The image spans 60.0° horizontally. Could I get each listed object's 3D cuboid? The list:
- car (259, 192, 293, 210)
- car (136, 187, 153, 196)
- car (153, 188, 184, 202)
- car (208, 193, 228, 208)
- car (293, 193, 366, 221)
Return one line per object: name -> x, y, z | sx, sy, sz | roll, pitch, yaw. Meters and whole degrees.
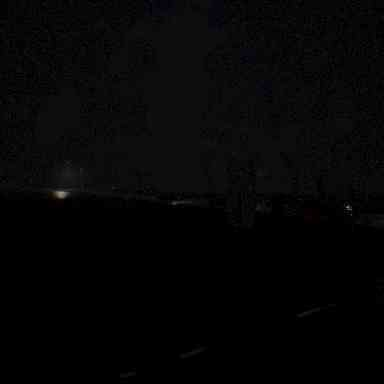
car -> 8.516, 0.769, 31.552 | 1.837, 1.490, 4.892 | -3, 4, -35
car -> -7.451, -0.119, 54.104 | 1.837, 1.490, 4.892 | -3, 4, -35
car -> -2.775, 0.456, 42.460 | 1.994, 1.385, 4.181 | -3, 4, -35
car -> 3.453, 0.812, 33.635 | 1.994, 1.385, 4.181 | -3, 4, -35
car -> 10.104, 0.981, 24.251 | 2.097, 1.767, 4.553 | -3, 4, -35
